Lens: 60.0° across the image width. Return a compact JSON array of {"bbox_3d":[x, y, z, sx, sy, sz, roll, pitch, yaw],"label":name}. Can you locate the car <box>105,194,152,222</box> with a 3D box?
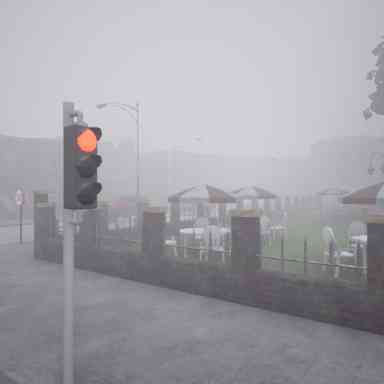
[{"bbox_3d":[-5.660,1.221,27.075,2.150,2.045,5.566,0,0,35],"label":"car"}]

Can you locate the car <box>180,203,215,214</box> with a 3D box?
[{"bbox_3d":[0.393,1.221,35.724,2.150,2.045,5.566,0,0,34],"label":"car"}]

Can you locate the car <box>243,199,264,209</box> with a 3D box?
[{"bbox_3d":[8.064,1.527,44.964,4.674,1.442,1.812,0,0,-33],"label":"car"}]

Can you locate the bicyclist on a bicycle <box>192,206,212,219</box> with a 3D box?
[{"bbox_3d":[0.664,1.340,21.467,1.656,1.620,0.582,0,0,36],"label":"bicyclist on a bicycle"}]
